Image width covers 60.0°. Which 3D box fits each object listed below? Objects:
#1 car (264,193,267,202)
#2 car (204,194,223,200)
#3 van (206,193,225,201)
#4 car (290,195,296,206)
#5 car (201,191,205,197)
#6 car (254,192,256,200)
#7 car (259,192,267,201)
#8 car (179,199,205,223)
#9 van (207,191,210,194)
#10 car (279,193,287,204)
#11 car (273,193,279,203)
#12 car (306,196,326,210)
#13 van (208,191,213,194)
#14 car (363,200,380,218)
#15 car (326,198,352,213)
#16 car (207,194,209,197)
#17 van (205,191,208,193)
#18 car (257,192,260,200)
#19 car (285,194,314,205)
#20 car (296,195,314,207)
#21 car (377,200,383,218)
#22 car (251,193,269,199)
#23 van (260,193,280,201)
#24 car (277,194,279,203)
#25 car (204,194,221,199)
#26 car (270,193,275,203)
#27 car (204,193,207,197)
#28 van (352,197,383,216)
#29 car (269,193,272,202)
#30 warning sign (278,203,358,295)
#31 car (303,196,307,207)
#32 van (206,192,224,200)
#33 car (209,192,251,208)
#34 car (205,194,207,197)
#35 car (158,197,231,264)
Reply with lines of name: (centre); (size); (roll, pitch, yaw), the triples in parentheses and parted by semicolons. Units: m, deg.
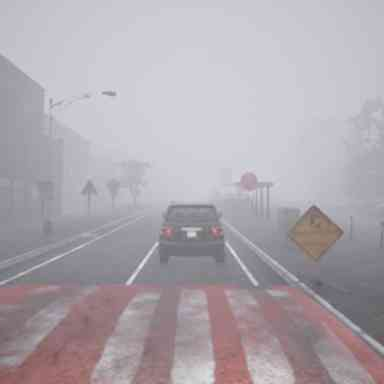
car: (18.809, 1.504, 72.259); (4.792, 1.488, 2.163); (0, 1, 0)
car: (5.672, 1.291, 88.413); (4.892, 1.521, 2.231); (0, 1, 0)
van: (5.803, 1.132, 82.804); (4.442, 1.987, 1.878); (0, 1, 0)
car: (18.813, 1.582, 52.823); (5.008, 1.535, 2.097); (0, 0, 0)
car: (5.662, 1.140, 80.000); (5.566, 2.045, 2.435); (0, 1, 0)
car: (18.951, 1.349, 83.361); (5.366, 1.575, 1.946); (0, 1, 0)
car: (18.748, 1.196, 75.031); (5.566, 2.045, 2.435); (0, 1, 0)
car: (0.018, 1.536, 28.451); (2.097, 1.767, 4.553); (0, 0, 0)
van: (5.826, 1.294, 65.980); (4.442, 1.987, 1.878); (0, 0, 0)
car: (18.771, 1.308, 58.373); (5.566, 2.045, 2.435); (0, 0, 0)
car: (18.787, 1.533, 63.927); (5.008, 1.535, 2.097); (0, 0, 0)
car: (18.634, 1.615, 44.496); (5.366, 1.575, 1.946); (0, 0, 0)
van: (5.597, 1.311, 63.178); (4.442, 1.987, 1.878); (0, 0, 0)
car: (18.836, 1.717, 30.620); (4.674, 1.452, 2.002); (0, 0, 0)
car: (18.798, 1.671, 38.945); (4.792, 1.488, 2.163); (0, 0, 0)
car: (5.712, 1.549, 60.372); (5.008, 1.535, 2.097); (0, 0, 0)
van: (5.811, 1.199, 77.200); (4.442, 1.987, 1.878); (0, 1, 0)
car: (18.801, 1.168, 77.808); (5.566, 2.045, 2.435); (0, 1, 0)
car: (18.809, 1.571, 55.599); (5.008, 1.535, 2.097); (0, 0, 0)
car: (18.818, 1.595, 50.047); (4.892, 1.521, 2.231); (0, 0, 0)
car: (18.838, 1.688, 27.842); (5.008, 1.535, 2.097); (0, 0, 0)
car: (18.784, 1.126, 91.688); (4.553, 1.767, 2.185); (0, 1, 0)
van: (18.886, 1.160, 80.584); (4.442, 1.987, 1.878); (0, 1, 0)
car: (18.790, 1.549, 61.149); (4.892, 1.521, 2.231); (0, 0, 0)
car: (5.668, 1.262, 94.020); (4.674, 1.452, 2.002); (0, 1, 0)
car: (18.973, 1.514, 66.704); (5.366, 1.575, 1.946); (0, 0, 0)
car: (5.704, 1.453, 74.395); (4.892, 1.521, 2.231); (0, 1, 0)
van: (18.952, 1.439, 33.394); (4.442, 1.987, 1.878); (0, 0, 0)
car: (18.755, 1.530, 69.476); (4.792, 1.488, 2.163); (0, 1, 0)
warning sign: (2.766, 1.203, 7.470); (1.300, 1.860, 1.060); (-2, -3, 0)
car: (18.845, 1.635, 47.272); (4.792, 1.488, 2.163); (0, 0, 0)
van: (5.799, 1.098, 85.608); (4.442, 1.987, 1.878); (0, 1, 0)
car: (5.705, 1.345, 49.158); (5.566, 2.045, 2.435); (0, 0, 0)
car: (5.735, 1.532, 68.784); (4.792, 1.488, 2.163); (0, 0, 0)
car: (0.007, 1.354, 12.551); (2.150, 2.045, 5.566); (0, 0, 0)
